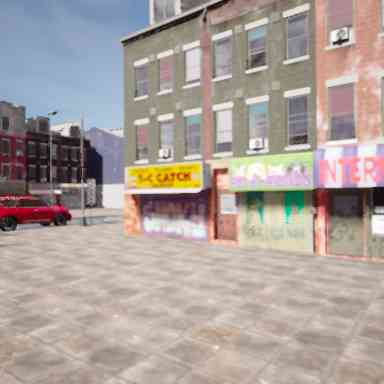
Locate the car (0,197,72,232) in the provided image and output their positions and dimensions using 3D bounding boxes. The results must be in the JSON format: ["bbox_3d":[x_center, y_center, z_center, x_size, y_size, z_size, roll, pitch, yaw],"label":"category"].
[{"bbox_3d":[-10.462,1.319,21.052,2.150,2.045,5.566,-1,0,36],"label":"car"}]
